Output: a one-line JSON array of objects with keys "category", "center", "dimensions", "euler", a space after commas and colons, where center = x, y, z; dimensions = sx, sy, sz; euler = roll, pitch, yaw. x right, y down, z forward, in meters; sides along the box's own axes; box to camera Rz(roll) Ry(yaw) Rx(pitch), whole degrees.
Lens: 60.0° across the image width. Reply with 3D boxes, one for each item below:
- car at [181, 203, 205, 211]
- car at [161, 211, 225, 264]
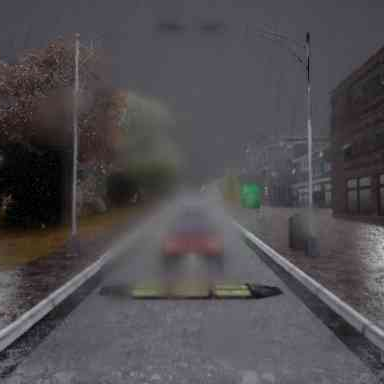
[{"category": "car", "center": [0.103, 1.512, 27.025], "dimensions": [1.895, 1.301, 4.718], "euler": [0, 0, 1]}, {"category": "car", "center": [0.057, 1.588, 11.773], "dimensions": [1.895, 1.301, 4.718], "euler": [0, 0, 1]}]
